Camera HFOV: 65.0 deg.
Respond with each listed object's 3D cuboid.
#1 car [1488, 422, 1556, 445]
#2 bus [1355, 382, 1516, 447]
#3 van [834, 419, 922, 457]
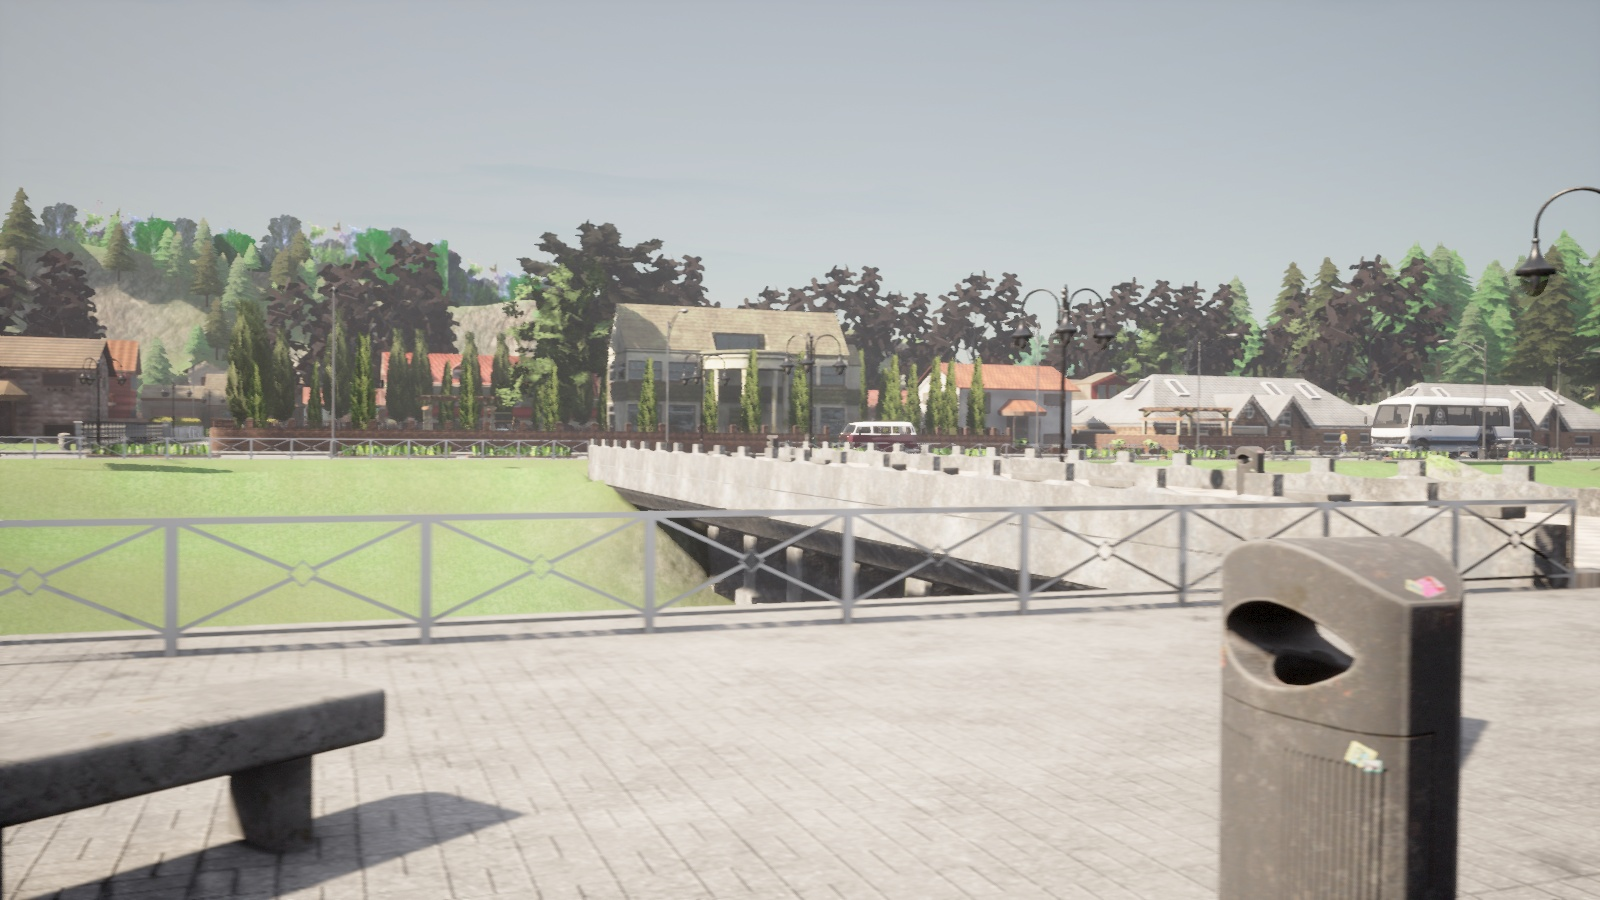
[{"bbox_3d":[48.160,-1.120,83.740,3.806,1.475,1.970,-1,1,-21],"label":"car"},{"bbox_3d":[43.681,-2.455,86.303,10.273,4.253,3.944,-1,1,-21],"label":"bus"},{"bbox_3d":[4.439,-0.689,71.428,4.480,2.038,2.069,-1,1,-21],"label":"van"}]
